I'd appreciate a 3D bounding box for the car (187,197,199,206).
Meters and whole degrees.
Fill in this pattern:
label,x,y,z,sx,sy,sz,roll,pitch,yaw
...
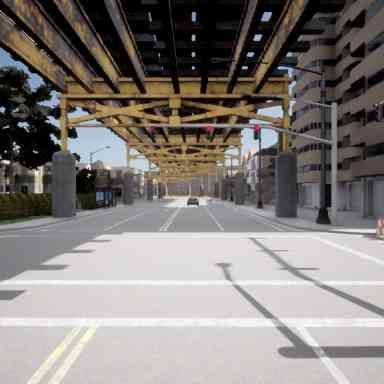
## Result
label,x,y,z,sx,sy,sz,roll,pitch,yaw
car,0.178,1.564,56.250,1.994,1.385,4.181,0,0,0
